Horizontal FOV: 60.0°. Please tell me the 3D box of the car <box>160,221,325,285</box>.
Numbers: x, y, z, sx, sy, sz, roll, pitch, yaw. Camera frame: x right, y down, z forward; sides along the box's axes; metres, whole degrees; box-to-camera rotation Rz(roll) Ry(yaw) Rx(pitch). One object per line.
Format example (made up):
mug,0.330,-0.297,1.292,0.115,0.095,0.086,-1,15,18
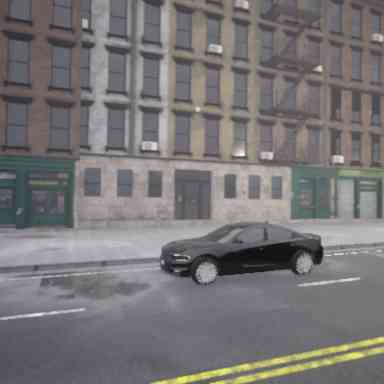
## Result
car,1.546,1.647,9.918,5.008,1.535,1.882,0,-1,-21
